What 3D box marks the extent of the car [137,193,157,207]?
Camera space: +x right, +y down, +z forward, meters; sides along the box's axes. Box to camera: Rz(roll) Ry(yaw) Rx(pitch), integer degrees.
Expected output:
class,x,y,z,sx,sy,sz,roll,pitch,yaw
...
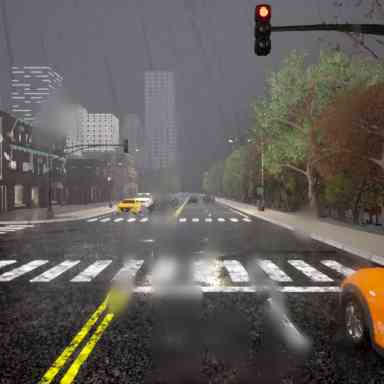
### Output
class,x,y,z,sx,sy,sz,roll,pitch,yaw
car,-6.492,1.206,44.838,2.150,2.045,5.566,0,0,0

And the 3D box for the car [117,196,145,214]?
class,x,y,z,sx,sy,sz,roll,pitch,yaw
car,-6.517,1.467,34.900,1.882,1.535,5.008,0,0,0

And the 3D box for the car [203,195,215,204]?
class,x,y,z,sx,sy,sz,roll,pitch,yaw
car,3.488,1.467,64.724,2.128,1.511,4.902,0,0,0

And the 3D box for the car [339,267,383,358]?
class,x,y,z,sx,sy,sz,roll,pitch,yaw
car,3.359,1.351,3.408,2.097,1.767,4.553,0,0,0

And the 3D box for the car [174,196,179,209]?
class,x,y,z,sx,sy,sz,roll,pitch,yaw
car,-3.243,1.549,44.923,1.994,1.385,4.181,0,0,0

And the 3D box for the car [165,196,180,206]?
class,x,y,z,sx,sy,sz,roll,pitch,yaw
car,-3.215,1.472,54.951,2.128,1.511,4.902,0,0,0

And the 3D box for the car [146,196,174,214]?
class,x,y,z,sx,sy,sz,roll,pitch,yaw
car,-3.270,1.467,34.913,1.882,1.535,5.008,0,0,0

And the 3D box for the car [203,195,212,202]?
class,x,y,z,sx,sy,sz,roll,pitch,yaw
car,3.415,1.448,74.889,1.882,1.535,5.008,0,0,0

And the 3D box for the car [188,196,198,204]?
class,x,y,z,sx,sy,sz,roll,pitch,yaw
car,0.238,1.523,64.448,2.033,1.411,5.357,0,0,1

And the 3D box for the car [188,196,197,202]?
class,x,y,z,sx,sy,sz,roll,pitch,yaw
car,0.165,1.565,74.941,1.895,1.301,4.718,0,0,0

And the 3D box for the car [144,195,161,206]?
class,x,y,z,sx,sy,sz,roll,pitch,yaw
car,-6.465,1.332,54.799,2.097,1.767,4.553,0,0,0
